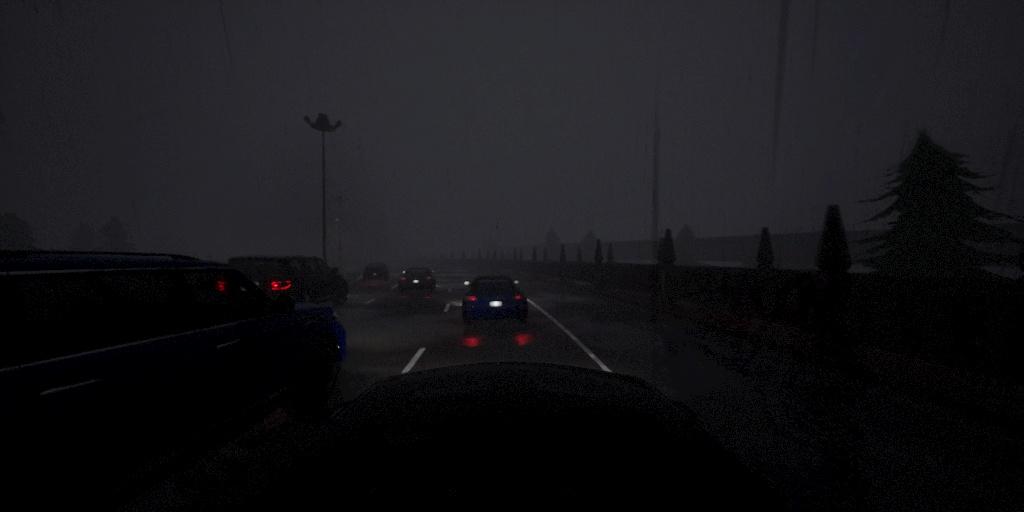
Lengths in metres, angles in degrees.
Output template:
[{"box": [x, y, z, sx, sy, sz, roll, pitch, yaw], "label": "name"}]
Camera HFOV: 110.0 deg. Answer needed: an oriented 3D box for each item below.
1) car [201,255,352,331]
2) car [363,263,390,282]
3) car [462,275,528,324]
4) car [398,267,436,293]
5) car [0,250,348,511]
[{"box": [-7.677, 1.010, 12.618, 2.150, 2.045, 5.566, 0, 0, -7], "label": "car"}, {"box": [-11.590, 1.301, 30.776, 1.882, 1.535, 5.008, 0, 0, -17], "label": "car"}, {"box": [-0.661, 1.316, 12.125, 1.994, 1.385, 4.181, -1, 0, -6], "label": "car"}, {"box": [-5.576, 1.347, 21.350, 1.994, 1.385, 4.181, 0, 0, -11], "label": "car"}, {"box": [-3.541, 0.985, 3.053, 2.150, 2.045, 5.566, 0, 0, -1], "label": "car"}]
